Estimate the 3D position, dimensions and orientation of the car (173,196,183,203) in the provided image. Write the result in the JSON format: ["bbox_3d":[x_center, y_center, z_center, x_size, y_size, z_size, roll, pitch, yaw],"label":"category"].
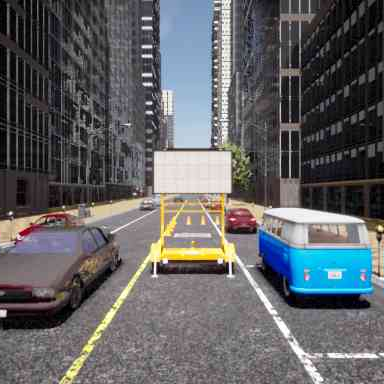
[{"bbox_3d":[-2.850,1.525,70.259,1.994,1.385,4.181,0,0,0],"label":"car"}]

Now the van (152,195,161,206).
[{"bbox_3d":[-5.575,1.328,53.708,1.690,1.788,3.998,0,0,0],"label":"van"}]

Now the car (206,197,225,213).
[{"bbox_3d":[2.769,1.581,36.609,1.802,1.307,4.206,0,0,0],"label":"car"}]

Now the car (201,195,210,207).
[{"bbox_3d":[2.793,1.544,47.994,2.008,1.369,4.403,0,0,0],"label":"car"}]

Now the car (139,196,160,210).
[{"bbox_3d":[-5.600,1.548,42.323,2.008,1.369,4.403,0,0,0],"label":"car"}]

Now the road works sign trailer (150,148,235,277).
[{"bbox_3d":[0.022,0.464,10.172,2.380,3.560,2.880,0,0,0],"label":"road works sign trailer"}]

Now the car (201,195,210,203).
[{"bbox_3d":[2.842,1.401,70.763,1.967,1.590,4.097,0,0,0],"label":"car"}]

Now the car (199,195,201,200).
[{"bbox_3d":[2.830,1.410,65.071,1.967,1.590,4.097,0,0,0],"label":"car"}]

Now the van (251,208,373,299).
[{"bbox_3d":[2.708,1.341,8.147,1.690,1.788,3.998,0,0,0],"label":"van"}]

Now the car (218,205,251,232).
[{"bbox_3d":[2.732,1.581,19.531,1.802,1.307,4.206,0,0,0],"label":"car"}]

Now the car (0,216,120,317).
[{"bbox_3d":[-3.084,1.547,7.954,2.033,1.411,5.357,0,0,0],"label":"car"}]

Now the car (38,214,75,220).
[{"bbox_3d":[-5.661,1.582,13.860,1.802,1.307,4.206,0,0,0],"label":"car"}]

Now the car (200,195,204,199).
[{"bbox_3d":[2.805,1.538,53.686,2.008,1.369,4.403,0,0,0],"label":"car"}]

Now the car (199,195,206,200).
[{"bbox_3d":[2.891,1.462,93.534,1.887,1.381,4.507,0,0,0],"label":"car"}]
